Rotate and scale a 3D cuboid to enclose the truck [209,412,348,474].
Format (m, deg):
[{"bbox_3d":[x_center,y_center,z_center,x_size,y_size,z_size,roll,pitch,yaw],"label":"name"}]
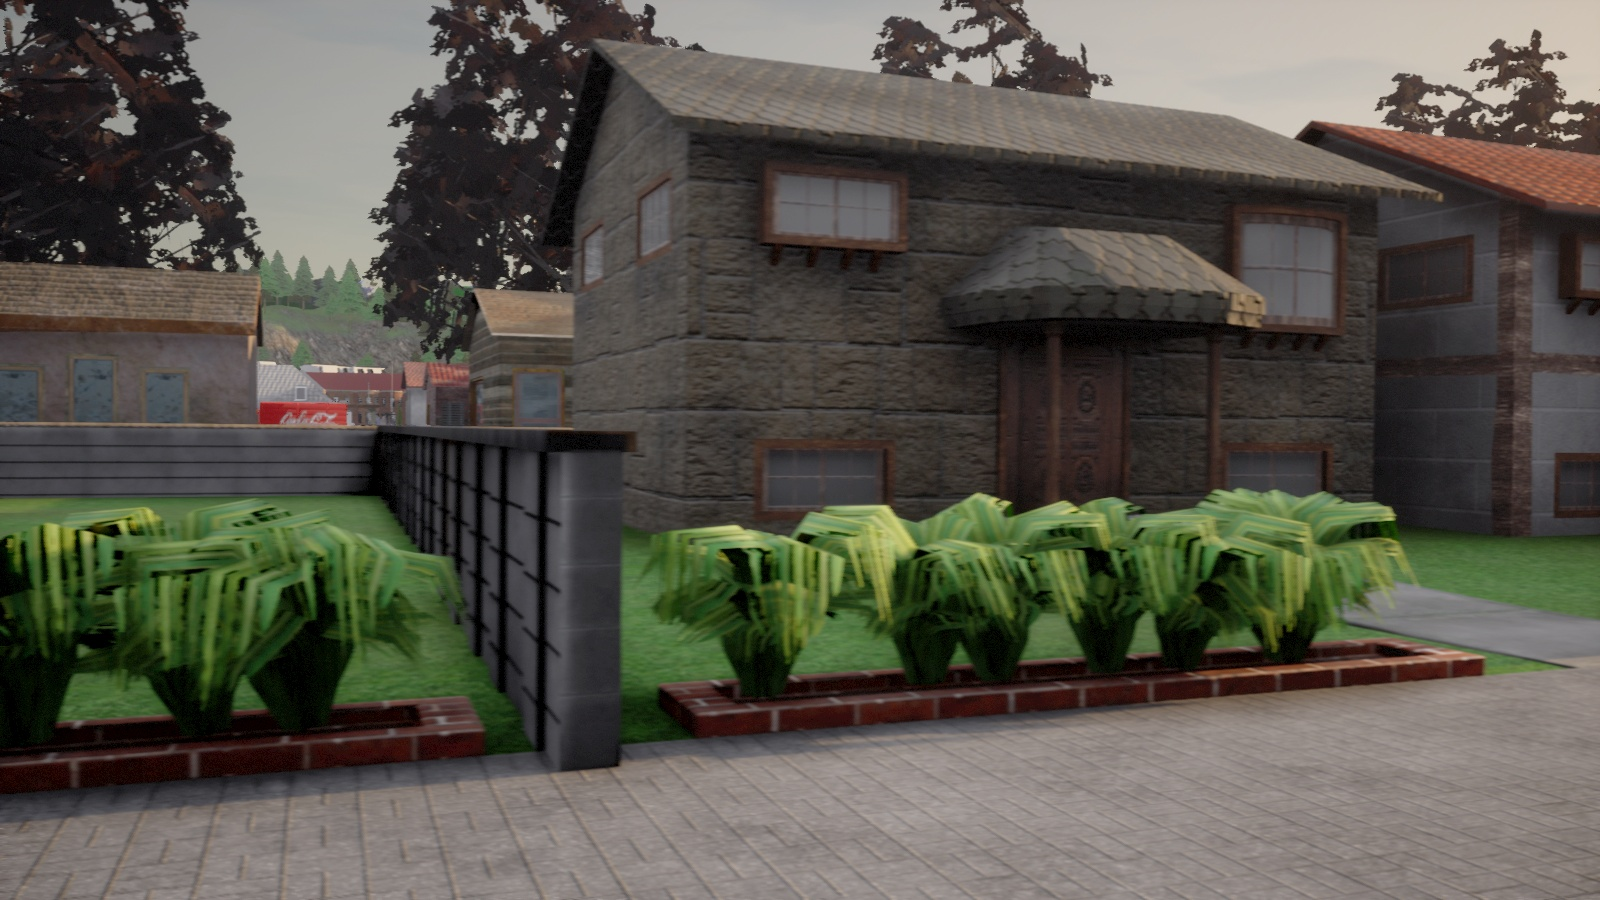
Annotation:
[{"bbox_3d":[-21.795,-0.311,52.727,5.204,2.467,2.627,-1,1,-21],"label":"truck"}]
